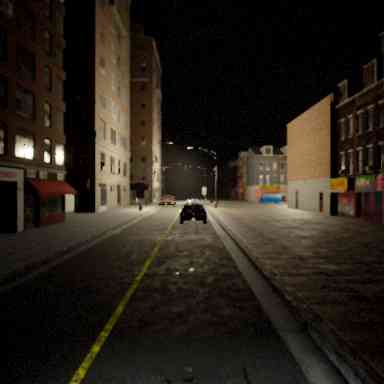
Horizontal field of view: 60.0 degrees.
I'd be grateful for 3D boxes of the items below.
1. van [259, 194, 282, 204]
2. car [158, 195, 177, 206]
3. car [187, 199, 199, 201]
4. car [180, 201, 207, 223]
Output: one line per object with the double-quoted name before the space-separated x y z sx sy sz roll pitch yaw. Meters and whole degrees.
"van" 13.732 1.236 58.380 3.998 1.788 1.690 0 0 0
"car" -2.756 1.025 38.067 1.882 1.535 5.008 0 0 0
"car" 0.083 1.530 40.170 1.895 1.301 4.718 0 0 0
"car" 0.095 1.556 24.638 1.895 1.301 4.718 0 0 0
